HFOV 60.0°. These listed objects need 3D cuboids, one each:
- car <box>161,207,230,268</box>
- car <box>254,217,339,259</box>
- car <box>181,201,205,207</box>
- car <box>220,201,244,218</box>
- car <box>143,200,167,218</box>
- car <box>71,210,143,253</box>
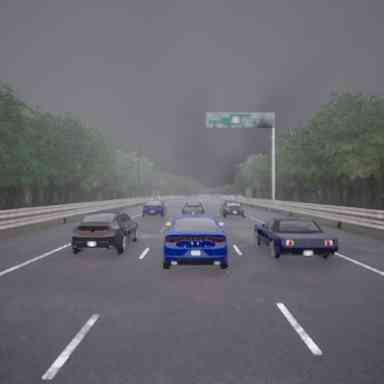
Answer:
[{"bbox_3d":[0.103,1.479,11.367,1.882,1.535,5.008,0,0,0],"label":"car"},{"bbox_3d":[3.605,1.603,12.513,1.895,1.301,4.718,0,0,0],"label":"car"},{"bbox_3d":[0.111,1.504,29.286,2.128,1.511,4.902,0,0,0],"label":"car"},{"bbox_3d":[3.611,1.539,30.295,1.812,1.442,4.674,0,0,0],"label":"car"},{"bbox_3d":[-3.388,1.492,30.874,1.882,1.535,5.008,0,0,0],"label":"car"},{"bbox_3d":[-3.395,1.508,13.692,1.837,1.490,4.892,0,0,0],"label":"car"}]
